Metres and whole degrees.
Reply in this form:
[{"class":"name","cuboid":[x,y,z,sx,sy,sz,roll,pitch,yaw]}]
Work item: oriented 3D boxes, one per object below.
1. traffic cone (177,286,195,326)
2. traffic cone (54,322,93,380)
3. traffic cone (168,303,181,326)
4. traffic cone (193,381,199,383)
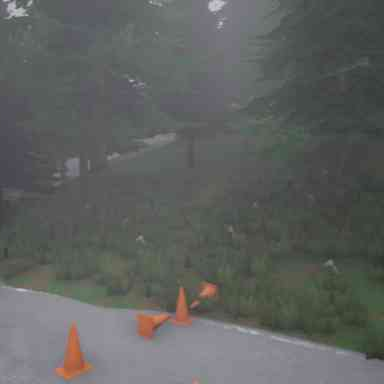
[{"class":"traffic cone","cuboid":[-0.179,1.908,5.668,0.340,0.580,0.340,0,0,41]},{"class":"traffic cone","cuboid":[-1.482,1.928,4.154,0.340,0.580,0.340,-1,0,41]},{"class":"traffic cone","cuboid":[-0.531,2.031,5.268,0.340,0.340,0.580,-1,0,40]},{"class":"traffic cone","cuboid":[0.035,1.925,2.850,0.340,0.580,0.340,0,1,41]}]
